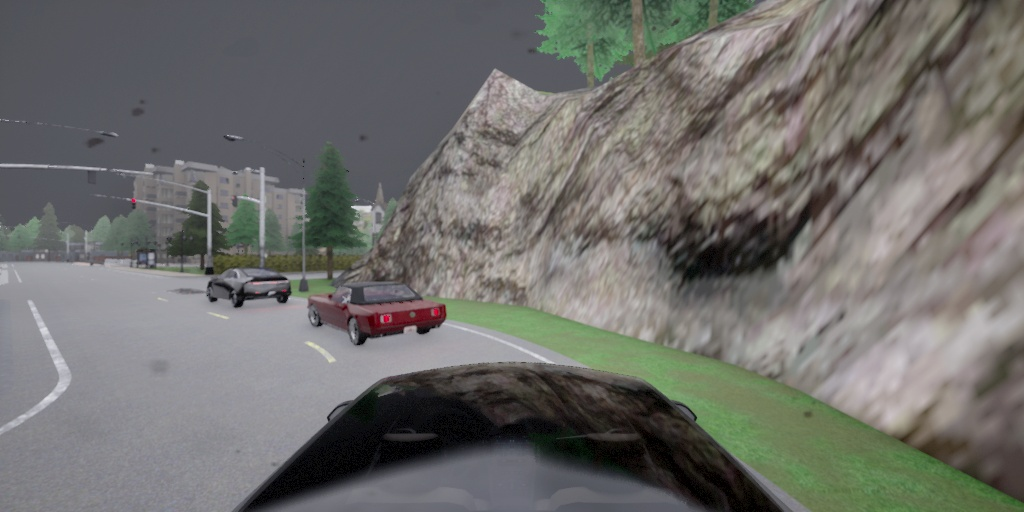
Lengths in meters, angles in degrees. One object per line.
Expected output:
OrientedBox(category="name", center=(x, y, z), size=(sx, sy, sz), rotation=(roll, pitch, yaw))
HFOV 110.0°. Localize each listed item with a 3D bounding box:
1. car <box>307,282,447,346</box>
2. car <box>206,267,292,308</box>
OrientedBox(category="car", center=(-3.806, 1.341, 9.512), size=(1.895, 1.301, 4.718), rotation=(0, 0, -45))
OrientedBox(category="car", center=(-11.167, 1.224, 15.147), size=(4.902, 1.511, 2.128), rotation=(0, 0, 36))
